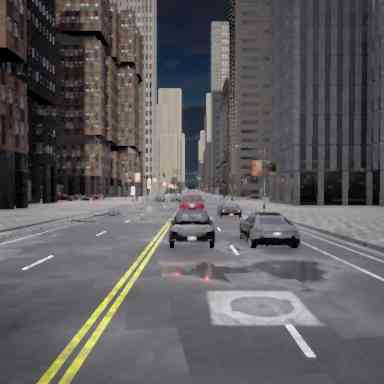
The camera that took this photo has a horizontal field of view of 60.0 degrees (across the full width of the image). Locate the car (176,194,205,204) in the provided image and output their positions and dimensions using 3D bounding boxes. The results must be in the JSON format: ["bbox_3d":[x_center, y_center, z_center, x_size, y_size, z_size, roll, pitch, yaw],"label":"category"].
[{"bbox_3d":[0.001,1.225,29.682,2.150,2.045,5.566,0,0,0],"label":"car"}]

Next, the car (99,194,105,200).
[{"bbox_3d":[-24.732,1.277,86.050,4.097,1.590,1.967,0,1,0],"label":"car"}]

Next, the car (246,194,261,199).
[{"bbox_3d":[16.680,1.164,89.179,4.097,1.590,1.967,0,1,0],"label":"car"}]

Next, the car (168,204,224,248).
[{"bbox_3d":[0.001,1.482,14.651,2.128,1.511,4.902,0,0,0],"label":"car"}]

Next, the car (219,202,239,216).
[{"bbox_3d":[3.251,1.584,29.683,1.895,1.301,4.718,0,0,0],"label":"car"}]

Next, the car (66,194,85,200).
[{"bbox_3d":[-30.157,1.296,86.047,4.097,1.590,1.967,0,1,0],"label":"car"}]

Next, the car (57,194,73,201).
[{"bbox_3d":[-30.155,1.317,77.520,5.009,1.841,2.192,0,1,0],"label":"car"}]

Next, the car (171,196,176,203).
[{"bbox_3d":[-3.255,1.517,67.099,1.895,1.301,4.718,0,0,0],"label":"car"}]

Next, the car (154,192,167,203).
[{"bbox_3d":[-6.507,1.267,67.255,2.097,1.767,4.553,0,0,0],"label":"car"}]

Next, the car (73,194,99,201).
[{"bbox_3d":[-24.729,1.549,77.529,4.313,1.339,1.947,0,1,0],"label":"car"}]

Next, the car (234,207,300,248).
[{"bbox_3d":[3.251,1.560,14.652,1.994,1.385,4.181,0,0,0],"label":"car"}]
